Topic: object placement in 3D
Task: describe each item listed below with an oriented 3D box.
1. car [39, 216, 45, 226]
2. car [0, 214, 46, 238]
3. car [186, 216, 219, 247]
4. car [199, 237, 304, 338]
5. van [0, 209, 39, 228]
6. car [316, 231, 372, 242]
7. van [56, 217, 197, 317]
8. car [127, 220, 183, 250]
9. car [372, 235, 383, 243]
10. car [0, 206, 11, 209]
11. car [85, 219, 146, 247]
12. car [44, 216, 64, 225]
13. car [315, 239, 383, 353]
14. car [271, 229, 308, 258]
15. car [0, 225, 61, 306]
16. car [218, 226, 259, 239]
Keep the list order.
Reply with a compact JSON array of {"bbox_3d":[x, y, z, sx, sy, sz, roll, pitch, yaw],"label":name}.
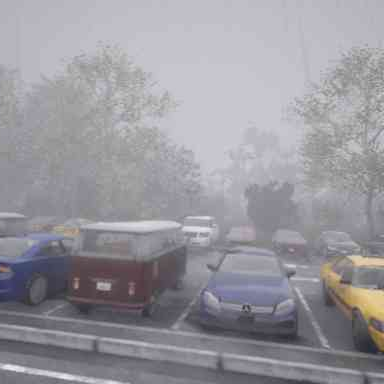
[{"bbox_3d":[-10.449,2.484,23.714,2.163,1.488,4.792,2,-3,11],"label":"car"},{"bbox_3d":[-13.164,2.380,24.322,2.163,1.488,4.792,2,-3,11],"label":"car"},{"bbox_3d":[0.439,2.589,21.536,2.435,2.045,5.566,2,-4,11],"label":"car"},{"bbox_3d":[1.398,2.109,8.043,2.002,1.452,4.674,2,-4,11],"label":"car"},{"bbox_3d":[-6.856,1.552,9.605,1.878,1.987,4.442,2,-4,11],"label":"van"},{"bbox_3d":[8.593,3.123,19.909,2.231,1.521,4.892,2,-4,11],"label":"car"},{"bbox_3d":[-1.314,1.758,8.725,1.878,1.987,4.442,2,-4,11],"label":"van"},{"bbox_3d":[-2.286,2.749,22.092,2.231,1.521,4.892,2,-4,11],"label":"car"},{"bbox_3d":[11.315,3.246,19.381,2.163,1.488,4.792,2,-4,11],"label":"car"},{"bbox_3d":[-15.878,1.989,24.833,2.435,2.045,5.566,2,-3,11],"label":"car"},{"bbox_3d":[-5.007,2.652,22.642,2.097,1.535,5.008,2,-4,11],"label":"car"},{"bbox_3d":[-7.690,2.564,23.377,1.946,1.575,5.366,2,-4,11],"label":"car"},{"bbox_3d":[4.109,2.147,7.307,1.946,1.575,5.366,2,-4,11],"label":"car"},{"bbox_3d":[5.873,3.028,20.457,2.097,1.535,5.008,2,-4,11],"label":"car"},{"bbox_3d":[-4.095,1.880,9.146,2.097,1.535,5.008,2,-4,11],"label":"car"},{"bbox_3d":[3.154,2.935,21.006,2.097,1.535,5.008,2,-4,11],"label":"car"}]
